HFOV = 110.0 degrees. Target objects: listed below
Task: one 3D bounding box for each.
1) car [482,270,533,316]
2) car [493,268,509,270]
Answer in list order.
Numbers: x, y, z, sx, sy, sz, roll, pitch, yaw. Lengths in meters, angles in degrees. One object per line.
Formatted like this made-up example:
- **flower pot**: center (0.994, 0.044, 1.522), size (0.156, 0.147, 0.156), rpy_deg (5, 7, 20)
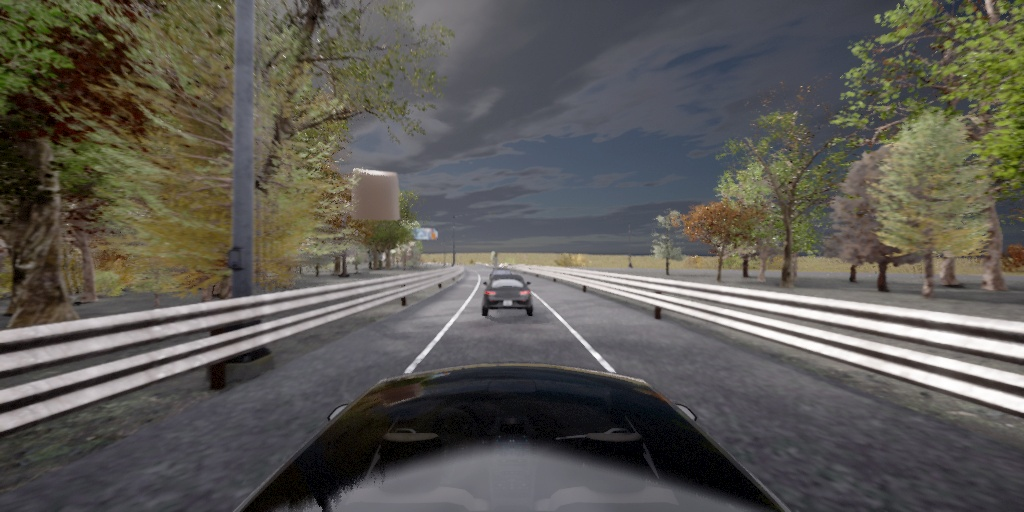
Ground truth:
- **car**: center (-0.196, 1.441, 14.225), size (1.812, 1.442, 4.674), rpy_deg (0, -1, -1)
- **car**: center (-0.807, 1.635, 27.022), size (2.033, 1.411, 5.357), rpy_deg (0, -1, -3)
